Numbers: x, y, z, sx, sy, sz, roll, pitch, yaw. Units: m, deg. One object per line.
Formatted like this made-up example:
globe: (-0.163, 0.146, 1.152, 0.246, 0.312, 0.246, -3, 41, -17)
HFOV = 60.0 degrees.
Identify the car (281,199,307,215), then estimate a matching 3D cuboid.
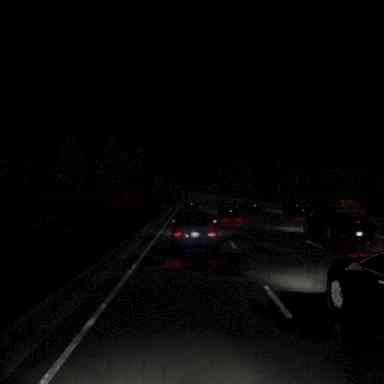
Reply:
car: (10.506, 1.499, 33.833, 2.128, 1.511, 4.902, 0, 0, 0)

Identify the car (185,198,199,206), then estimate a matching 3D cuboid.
car: (-0.066, 1.572, 47.741, 1.994, 1.385, 4.181, 0, 0, 0)

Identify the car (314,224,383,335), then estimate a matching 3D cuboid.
car: (3.601, 1.507, 4.711, 1.837, 1.490, 4.892, 0, 0, 0)

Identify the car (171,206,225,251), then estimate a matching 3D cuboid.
car: (0.094, 1.550, 14.181, 2.033, 1.411, 5.357, 0, 0, 0)

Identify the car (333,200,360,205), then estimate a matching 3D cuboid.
car: (14.022, 1.484, 30.779, 1.882, 1.535, 5.008, 0, 0, 0)

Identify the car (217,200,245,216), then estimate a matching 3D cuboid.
car: (3.512, 1.498, 32.540, 2.128, 1.511, 4.902, 0, 0, 0)

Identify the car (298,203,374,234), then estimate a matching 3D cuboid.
car: (7.087, 1.509, 16.517, 1.837, 1.490, 4.892, 0, 0, 0)

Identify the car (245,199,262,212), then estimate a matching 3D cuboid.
car: (6.973, 1.555, 39.483, 2.033, 1.411, 5.357, 0, 0, 0)
